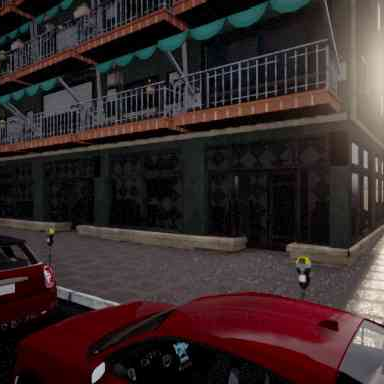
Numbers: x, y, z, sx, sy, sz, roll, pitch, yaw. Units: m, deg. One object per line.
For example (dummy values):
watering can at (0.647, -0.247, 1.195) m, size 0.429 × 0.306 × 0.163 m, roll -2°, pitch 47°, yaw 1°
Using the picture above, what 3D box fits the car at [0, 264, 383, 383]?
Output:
car at (0.312, 1.545, 2.656) m, size 4.507 × 1.381 × 1.887 m, roll 0°, pitch 0°, yaw 36°

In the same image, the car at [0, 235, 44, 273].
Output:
car at (-4.273, 1.440, 5.935) m, size 4.097 × 1.590 × 1.967 m, roll 0°, pitch 0°, yaw 36°
